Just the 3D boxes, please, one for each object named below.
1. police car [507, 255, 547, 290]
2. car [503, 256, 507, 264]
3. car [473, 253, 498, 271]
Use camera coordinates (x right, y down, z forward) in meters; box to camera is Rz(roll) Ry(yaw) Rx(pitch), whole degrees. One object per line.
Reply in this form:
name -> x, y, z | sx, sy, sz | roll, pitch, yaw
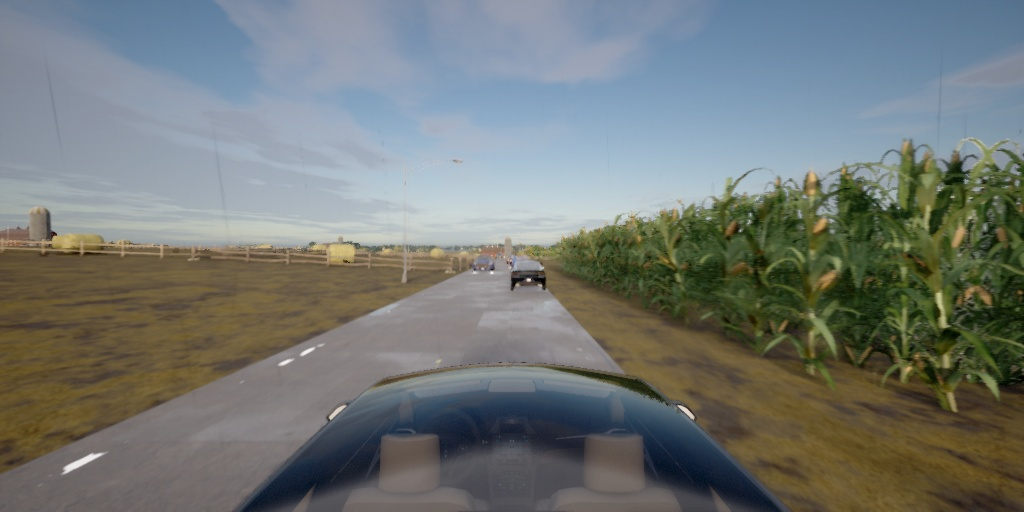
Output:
police car -> 0.828, 0.940, 20.183 | 1.930, 1.638, 5.238 | 0, 1, 0
car -> 0.028, 0.609, 56.734 | 1.895, 1.301, 4.718 | 0, 1, 0
car -> -2.821, 0.636, 37.033 | 2.097, 1.767, 4.553 | 0, 1, 0
